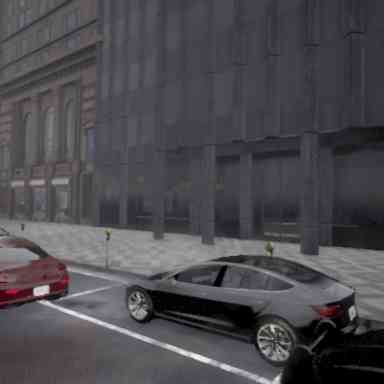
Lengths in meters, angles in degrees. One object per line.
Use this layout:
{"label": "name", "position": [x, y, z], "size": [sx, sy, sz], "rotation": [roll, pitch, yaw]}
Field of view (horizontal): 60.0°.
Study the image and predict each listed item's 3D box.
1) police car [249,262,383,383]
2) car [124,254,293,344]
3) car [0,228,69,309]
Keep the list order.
{"label": "police car", "position": [3.158, 1.551, 1.902], "size": [5.238, 1.638, 1.930], "rotation": [-1, -3, 37]}
{"label": "car", "position": [0.666, 1.817, 6.094], "size": [4.313, 1.339, 1.947], "rotation": [-1, -3, 37]}
{"label": "car", "position": [-4.750, 1.773, 7.838], "size": [4.674, 1.442, 1.812], "rotation": [-1, -3, 37]}
